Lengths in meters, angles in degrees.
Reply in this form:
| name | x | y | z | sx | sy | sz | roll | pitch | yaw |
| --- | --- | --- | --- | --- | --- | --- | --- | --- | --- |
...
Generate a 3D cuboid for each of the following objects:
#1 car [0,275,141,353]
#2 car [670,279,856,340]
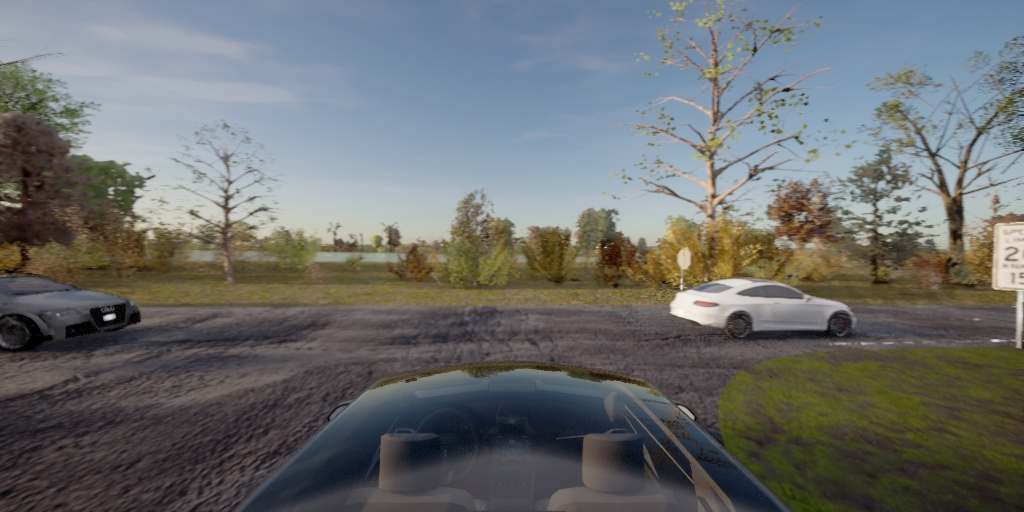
| name | x | y | z | sx | sy | sz | roll | pitch | yaw |
| --- | --- | --- | --- | --- | --- | --- | --- | --- | --- |
| car | -10.722 | 1.107 | 7.536 | 4.181 | 1.385 | 1.994 | 1 | 1 | -8 |
| car | 6.779 | 1.359 | 9.873 | 4.674 | 1.442 | 1.812 | 1 | 1 | -8 |
